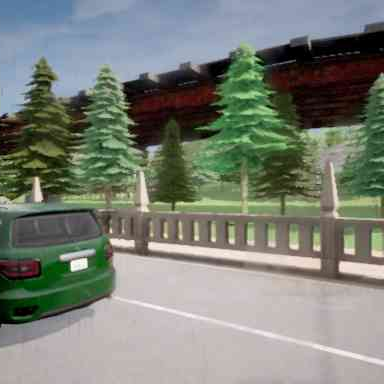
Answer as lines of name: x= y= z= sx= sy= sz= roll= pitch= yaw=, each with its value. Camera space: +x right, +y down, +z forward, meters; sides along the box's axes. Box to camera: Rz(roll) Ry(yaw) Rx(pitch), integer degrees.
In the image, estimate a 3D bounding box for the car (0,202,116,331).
car: x=-3.991 y=1.232 z=6.560 sx=5.566 sy=2.045 sz=2.150 roll=-1 pitch=0 yaw=33
